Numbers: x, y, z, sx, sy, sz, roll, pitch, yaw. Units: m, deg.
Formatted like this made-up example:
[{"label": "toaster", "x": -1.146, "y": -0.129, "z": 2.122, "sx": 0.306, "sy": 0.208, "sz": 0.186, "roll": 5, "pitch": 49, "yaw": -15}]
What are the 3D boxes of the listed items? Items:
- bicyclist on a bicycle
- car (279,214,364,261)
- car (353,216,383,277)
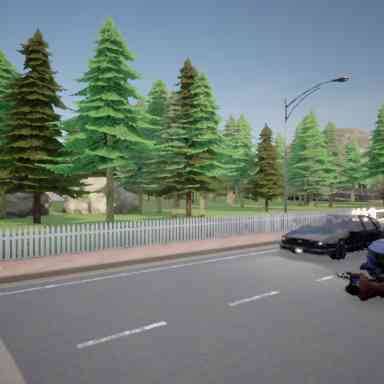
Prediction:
[{"label": "bicyclist on a bicycle", "x": 3.800, "y": 1.962, "z": 7.130, "sx": 1.656, "sy": 0.582, "sz": 1.620, "roll": 2, "pitch": 1, "yaw": 39}, {"label": "car", "x": 5.663, "y": 1.548, "z": 12.560, "sx": 5.357, "sy": 1.411, "sz": 2.033, "roll": 0, "pitch": 0, "yaw": -36}, {"label": "car", "x": 6.655, "y": 1.478, "z": 8.983, "sx": 5.008, "sy": 1.535, "sz": 1.882, "roll": 0, "pitch": 0, "yaw": -35}]
